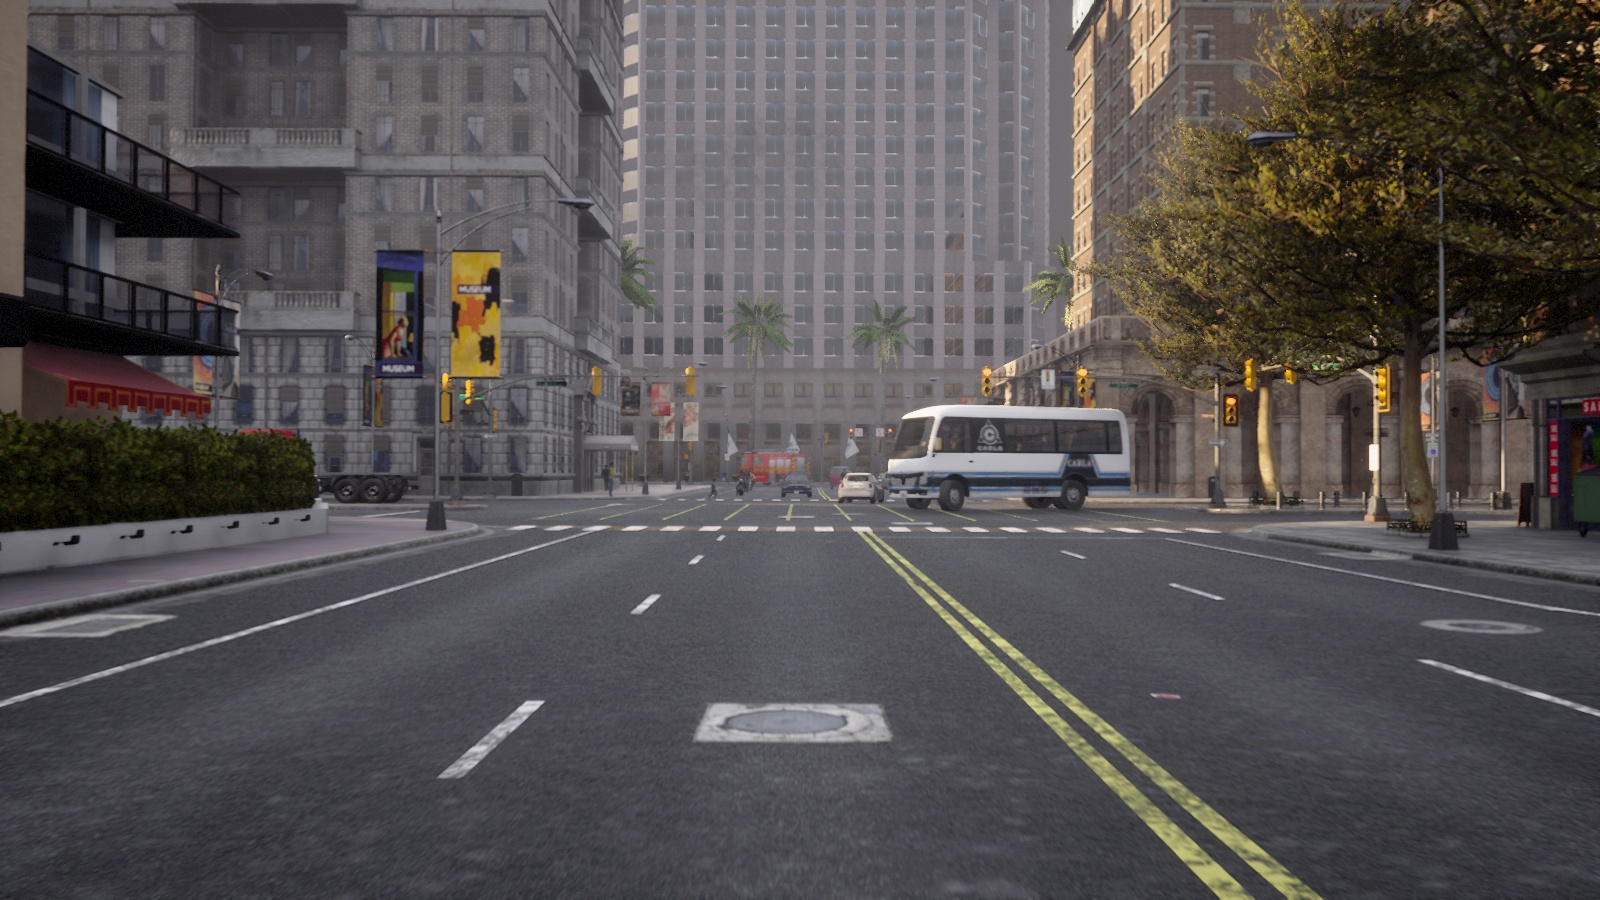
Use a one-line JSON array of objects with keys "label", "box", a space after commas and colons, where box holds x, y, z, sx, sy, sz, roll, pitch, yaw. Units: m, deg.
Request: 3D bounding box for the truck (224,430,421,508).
[{"label": "truck", "box": [-21.784, 0.884, 57.586, 7.936, 3.462, 2.891, 0, -1, 0]}]

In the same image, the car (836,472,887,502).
[{"label": "car", "box": [3.068, 1.808, 62.106, 1.970, 1.475, 3.806, 0, -1, 11]}]

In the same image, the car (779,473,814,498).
[{"label": "car", "box": [-0.187, 2.128, 75.587, 2.033, 1.411, 5.357, 0, -1, 0]}]

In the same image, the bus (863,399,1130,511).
[{"label": "bus", "box": [8.071, 0.266, 51.403, 10.273, 4.253, 3.944, 0, -2, -24]}]
